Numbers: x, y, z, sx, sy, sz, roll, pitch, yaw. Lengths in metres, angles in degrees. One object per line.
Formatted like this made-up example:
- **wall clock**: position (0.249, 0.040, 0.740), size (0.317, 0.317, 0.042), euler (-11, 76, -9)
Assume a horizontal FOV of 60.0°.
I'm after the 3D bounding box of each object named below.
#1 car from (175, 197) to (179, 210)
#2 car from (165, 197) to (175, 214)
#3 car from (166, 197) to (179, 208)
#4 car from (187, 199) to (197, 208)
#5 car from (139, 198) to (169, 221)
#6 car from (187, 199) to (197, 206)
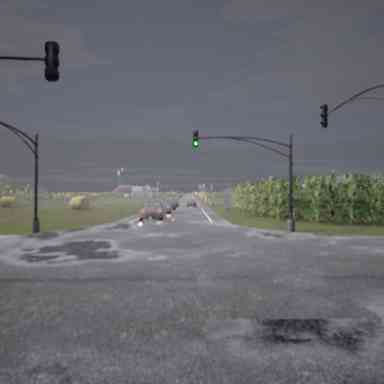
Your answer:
- **car**: position (-3.643, 1.830, 51.968), size (2.150, 2.045, 5.566), euler (0, -1, 0)
- **car**: position (-3.641, 1.850, 41.755), size (2.097, 1.767, 4.553), euler (0, -1, 0)
- **car**: position (-3.608, 1.941, 62.738), size (2.150, 2.045, 5.566), euler (0, -1, 0)
- **car**: position (-0.014, 2.235, 63.880), size (1.837, 1.490, 4.892), euler (0, -1, 1)
- **car**: position (-3.662, 1.736, 31.659), size (2.097, 1.767, 4.553), euler (0, -1, 0)
- **car**: position (-0.077, 2.288, 74.184), size (2.128, 1.511, 4.902), euler (0, -1, 0)
